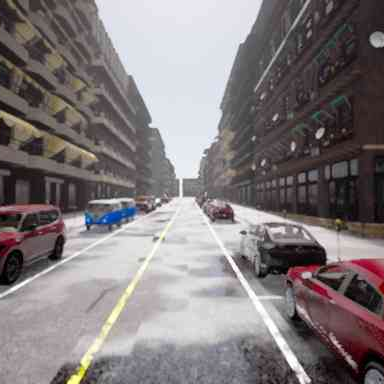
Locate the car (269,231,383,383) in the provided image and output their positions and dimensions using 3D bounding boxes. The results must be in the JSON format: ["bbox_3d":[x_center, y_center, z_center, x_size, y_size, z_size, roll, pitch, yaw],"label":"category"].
[{"bbox_3d":[2.545,1.537,4.343,1.887,1.381,4.507,1,0,-1],"label":"car"}]

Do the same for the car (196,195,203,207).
[{"bbox_3d":[2.094,1.413,48.588,2.192,1.841,5.009,1,0,-1],"label":"car"}]

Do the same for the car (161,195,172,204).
[{"bbox_3d":[-5.962,1.548,70.694,2.192,1.841,5.009,1,0,-1],"label":"car"}]

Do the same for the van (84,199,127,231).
[{"bbox_3d":[-5.489,1.402,20.921,1.690,1.788,3.998,1,0,-1],"label":"van"}]

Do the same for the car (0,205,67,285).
[{"bbox_3d":[-5.383,1.357,9.863,2.192,1.841,5.009,1,0,-1],"label":"car"}]

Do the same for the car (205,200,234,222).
[{"bbox_3d":[2.335,1.576,26.466,1.887,1.381,4.507,1,0,-1],"label":"car"}]

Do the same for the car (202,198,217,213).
[{"bbox_3d":[2.282,1.591,31.995,1.887,1.381,4.507,1,0,-1],"label":"car"}]

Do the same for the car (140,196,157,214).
[{"bbox_3d":[-5.646,1.420,37.513,2.192,1.841,5.009,1,0,-1],"label":"car"}]

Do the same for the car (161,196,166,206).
[{"bbox_3d":[-5.809,1.726,54.104,1.947,1.339,4.313,1,0,-1],"label":"car"}]

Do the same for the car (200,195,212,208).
[{"bbox_3d":[2.239,1.503,37.527,1.967,1.590,4.097,1,0,-1],"label":"car"}]

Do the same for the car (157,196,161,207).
[{"bbox_3d":[-5.699,1.437,43.043,2.192,1.841,5.009,1,0,-1],"label":"car"}]

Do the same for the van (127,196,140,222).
[{"bbox_3d":[-5.542,1.415,26.453,1.690,1.788,3.998,1,0,-1],"label":"van"}]

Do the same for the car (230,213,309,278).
[{"bbox_3d":[2.492,1.550,9.874,2.008,1.369,4.403,1,0,-1],"label":"car"}]

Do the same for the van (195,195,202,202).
[{"bbox_3d":[1.725,1.622,87.307,1.690,1.788,3.998,1,0,-1],"label":"van"}]

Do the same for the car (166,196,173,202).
[{"bbox_3d":[-6.178,1.939,92.816,1.802,1.307,4.206,1,0,-1],"label":"car"}]

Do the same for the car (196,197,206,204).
[{"bbox_3d":[1.880,1.773,70.712,1.802,1.307,4.206,1,0,-1],"label":"car"}]

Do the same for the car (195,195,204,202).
[{"bbox_3d":[1.778,1.564,81.776,2.192,1.841,5.009,1,0,-1],"label":"car"}]
